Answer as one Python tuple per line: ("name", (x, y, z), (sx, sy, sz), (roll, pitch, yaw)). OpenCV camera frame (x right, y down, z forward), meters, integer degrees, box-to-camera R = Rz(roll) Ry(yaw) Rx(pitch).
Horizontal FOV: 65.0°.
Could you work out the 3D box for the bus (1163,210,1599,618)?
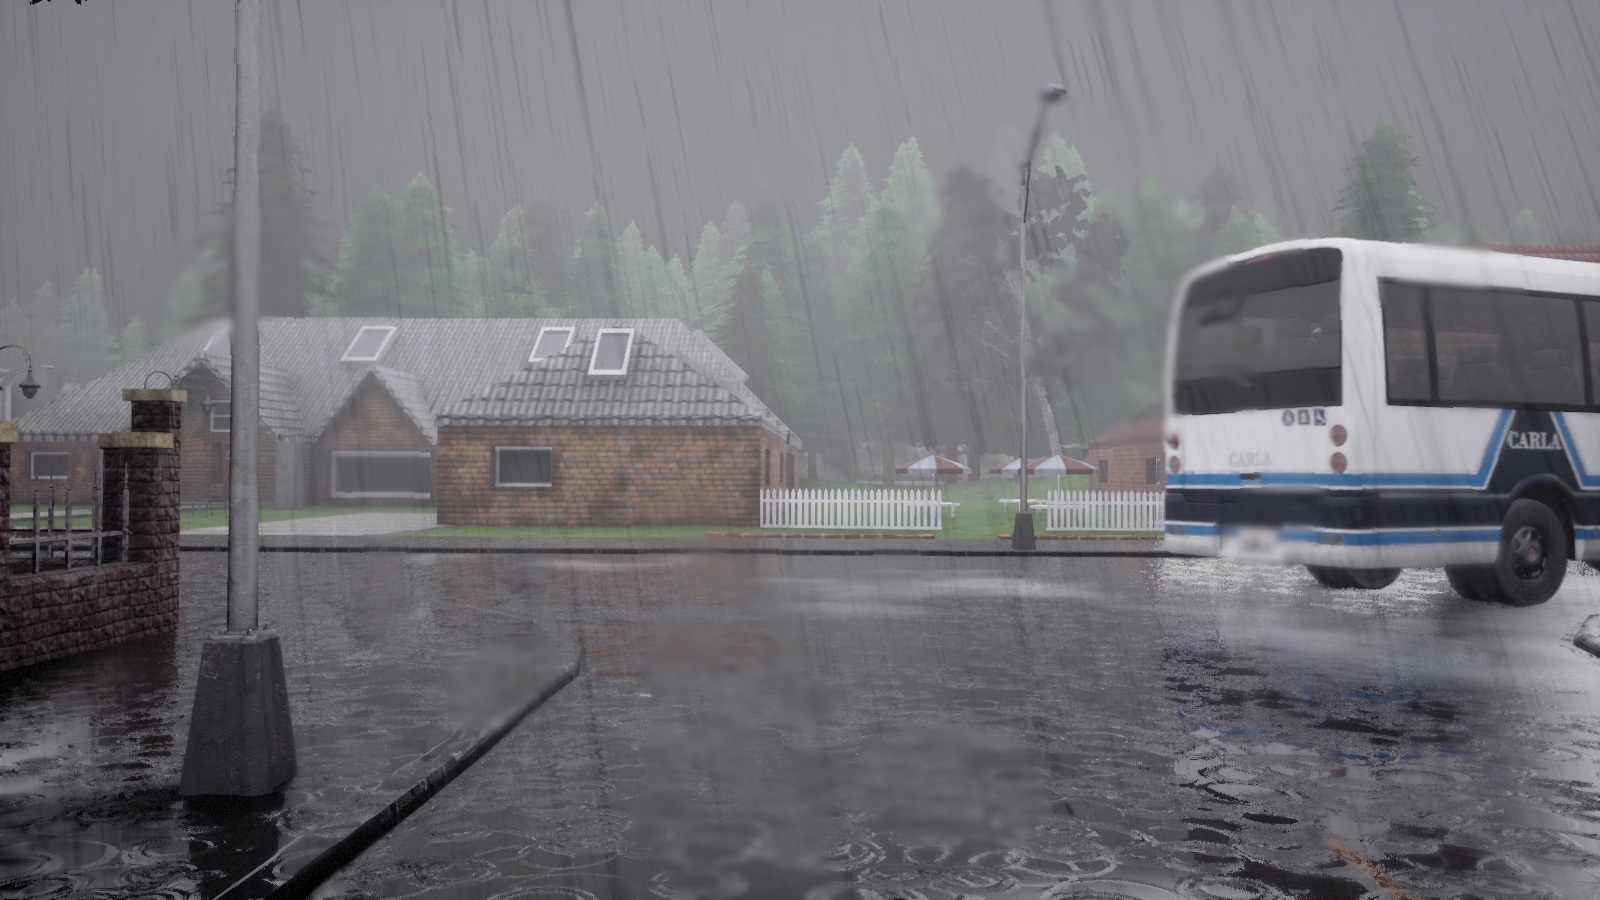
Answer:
("bus", (10.370, -0.321, 16.887), (10.273, 4.253, 3.944), (0, -1, -22))
